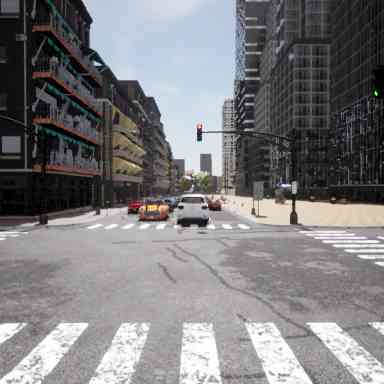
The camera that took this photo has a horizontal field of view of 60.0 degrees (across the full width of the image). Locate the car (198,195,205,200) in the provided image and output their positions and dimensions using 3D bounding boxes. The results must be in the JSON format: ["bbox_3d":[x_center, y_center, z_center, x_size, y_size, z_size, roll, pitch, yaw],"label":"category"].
[{"bbox_3d":[2.674,1.535,92.099,1.752,1.417,4.829,-1,0,0],"label":"car"}]

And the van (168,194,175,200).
[{"bbox_3d":[-5.675,1.350,91.873,1.690,1.788,3.998,-1,0,0],"label":"van"}]

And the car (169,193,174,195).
[{"bbox_3d":[-3.032,1.220,58.283,2.150,2.045,5.566,0,0,1],"label":"car"}]

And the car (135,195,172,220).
[{"bbox_3d":[-3.090,1.348,27.640,2.097,1.767,4.553,0,0,0],"label":"car"}]

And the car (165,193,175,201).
[{"bbox_3d":[-5.678,1.322,86.225,2.192,1.841,5.009,-1,0,0],"label":"car"}]

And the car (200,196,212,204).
[{"bbox_3d":[2.666,1.551,63.684,2.008,1.369,4.403,-1,0,0],"label":"car"}]

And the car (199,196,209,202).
[{"bbox_3d":[2.670,1.548,74.982,1.887,1.381,4.507,-1,0,0],"label":"car"}]

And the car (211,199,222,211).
[{"bbox_3d":[2.659,1.540,41.088,1.887,1.381,4.507,-1,0,0],"label":"car"}]

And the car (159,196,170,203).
[{"bbox_3d":[-5.679,1.584,69.278,1.802,1.307,4.206,-1,0,0],"label":"car"}]

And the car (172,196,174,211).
[{"bbox_3d":[-3.085,1.501,37.637,1.837,1.490,4.892,0,0,0],"label":"car"}]

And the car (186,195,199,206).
[{"bbox_3d":[0.101,1.350,54.524,2.097,1.767,4.553,0,0,1],"label":"car"}]

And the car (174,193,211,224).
[{"bbox_3d":[0.084,1.220,24.957,2.150,2.045,5.566,0,0,1],"label":"car"}]

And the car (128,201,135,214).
[{"bbox_3d":[-5.690,1.540,35.384,1.887,1.381,4.507,-1,0,0],"label":"car"}]
